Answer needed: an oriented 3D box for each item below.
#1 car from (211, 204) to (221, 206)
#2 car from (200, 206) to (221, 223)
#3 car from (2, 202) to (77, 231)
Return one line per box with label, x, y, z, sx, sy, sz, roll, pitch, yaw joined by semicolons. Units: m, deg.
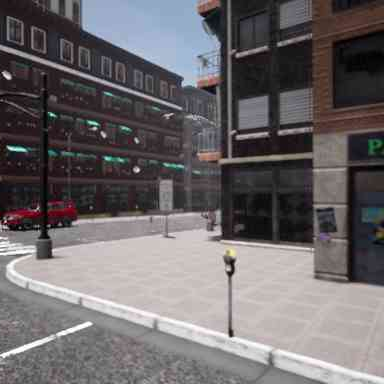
car;2.811;2.192;38.342;1.837;1.490;4.892;0;-1;35
car;2.767;2.083;28.274;1.802;1.307;4.206;-2;-2;35
car;-10.627;1.658;23.704;2.192;1.841;5.009;-2;-2;35
